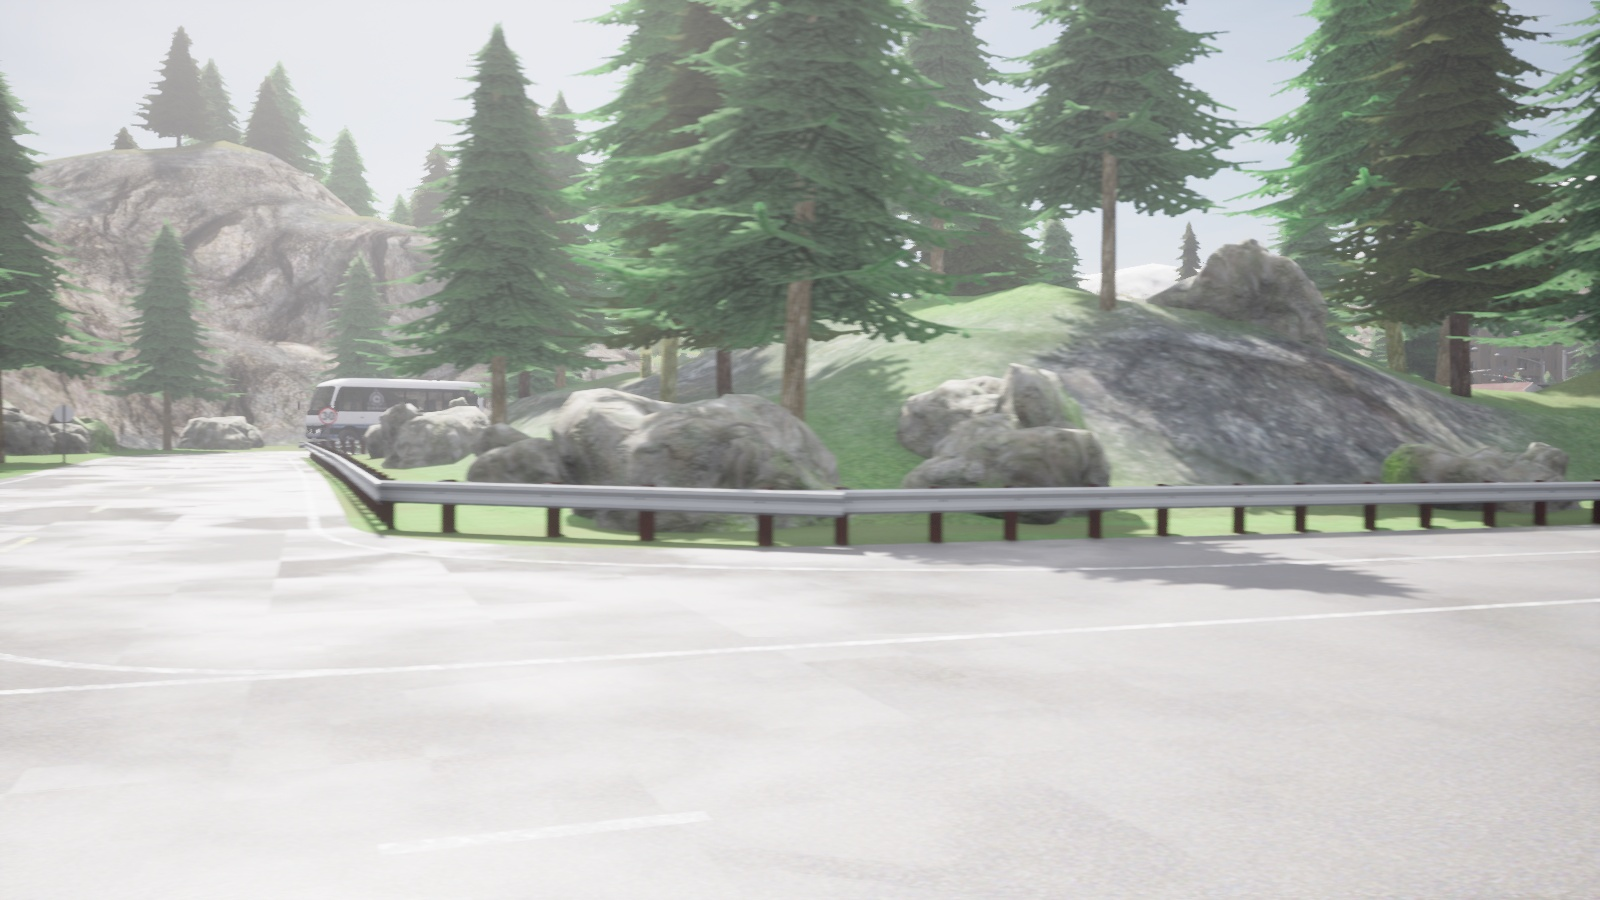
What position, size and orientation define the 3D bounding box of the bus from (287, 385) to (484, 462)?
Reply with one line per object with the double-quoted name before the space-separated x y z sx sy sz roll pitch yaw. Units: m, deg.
"bus" -24.404 -1.543 74.387 10.273 4.253 3.944 -2 1 -43
